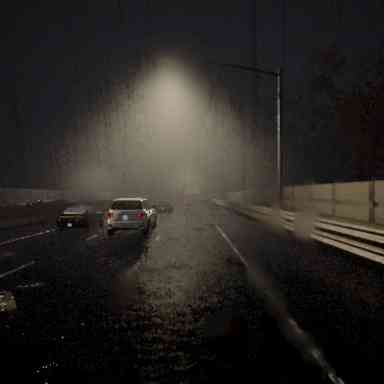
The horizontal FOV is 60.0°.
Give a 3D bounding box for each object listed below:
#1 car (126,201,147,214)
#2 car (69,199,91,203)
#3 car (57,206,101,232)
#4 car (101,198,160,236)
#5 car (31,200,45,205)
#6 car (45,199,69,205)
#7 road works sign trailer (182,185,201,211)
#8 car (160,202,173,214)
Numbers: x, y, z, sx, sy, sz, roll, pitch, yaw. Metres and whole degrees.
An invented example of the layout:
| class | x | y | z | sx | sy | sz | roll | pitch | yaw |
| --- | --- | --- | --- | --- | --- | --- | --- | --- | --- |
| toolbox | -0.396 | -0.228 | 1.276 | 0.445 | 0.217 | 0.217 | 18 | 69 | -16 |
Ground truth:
| class | x | y | z | sx | sy | sz | roll | pitch | yaw |
| --- | --- | --- | --- | --- | --- | --- | --- | --- | --- |
| car | -6.872 | 1.841 | 41.333 | 1.812 | 1.442 | 4.674 | 0 | 0 | 0 |
| car | -17.494 | 1.896 | 53.428 | 1.882 | 1.535 | 5.008 | 0 | 0 | 1 |
| car | -6.887 | 1.647 | 21.162 | 2.128 | 1.511 | 4.902 | 0 | 0 | 0 |
| car | -3.388 | 1.366 | 19.578 | 2.150 | 2.045 | 5.566 | 0 | 0 | 0 |
| car | -24.480 | 2.028 | 54.432 | 1.895 | 1.301 | 4.718 | 0 | 0 | 0 |
| car | -20.993 | 1.890 | 53.049 | 1.882 | 1.535 | 5.008 | 0 | 0 | 1 |
| road works sign trailer | 0.028 | 0.815 | 45.581 | 2.380 | 3.560 | 2.880 | 0 | 0 | 0 |
| car | -3.374 | 1.875 | 40.769 | 1.994 | 1.385 | 4.181 | 0 | 0 | 0 |
